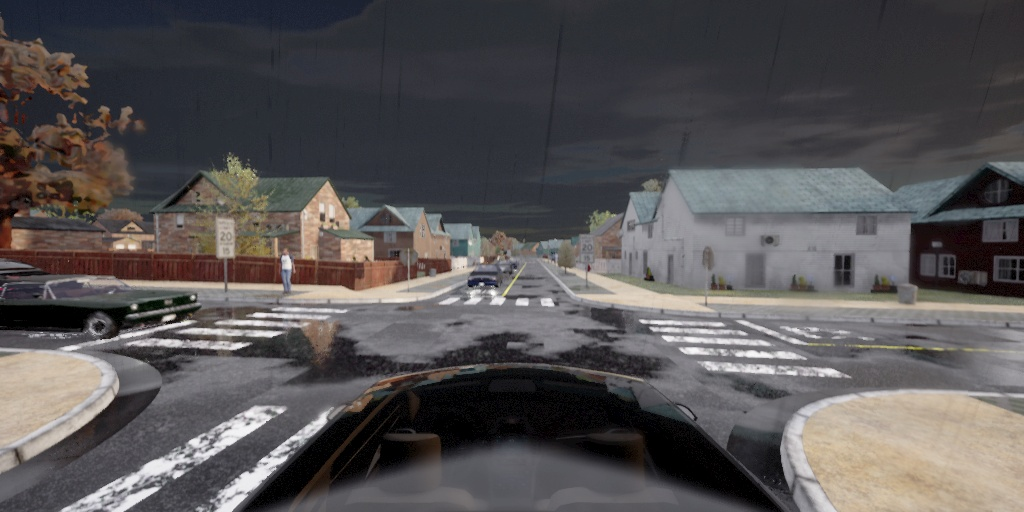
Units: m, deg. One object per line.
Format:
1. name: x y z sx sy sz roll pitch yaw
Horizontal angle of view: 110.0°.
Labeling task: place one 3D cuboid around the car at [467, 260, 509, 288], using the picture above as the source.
1. car: -1.575 1.216 23.024 2.033 1.411 5.357 0 0 3

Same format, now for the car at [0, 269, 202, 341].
1. car: -10.509 1.149 8.690 4.718 1.301 1.895 1 2 0

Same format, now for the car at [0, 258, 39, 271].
1. car: -18.294 0.810 11.966 4.892 1.490 1.837 1 2 5

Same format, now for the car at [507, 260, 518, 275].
1. car: -0.845 1.111 35.881 2.128 1.511 4.902 0 0 3

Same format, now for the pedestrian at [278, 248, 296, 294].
1. pedestrian: -8.917 0.565 14.240 0.375 1.860 0.375 0 0 4
